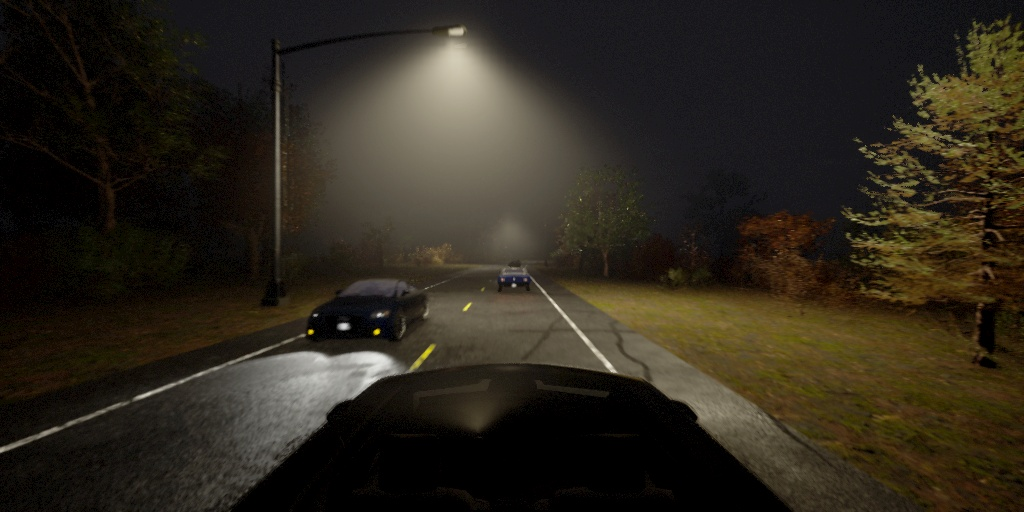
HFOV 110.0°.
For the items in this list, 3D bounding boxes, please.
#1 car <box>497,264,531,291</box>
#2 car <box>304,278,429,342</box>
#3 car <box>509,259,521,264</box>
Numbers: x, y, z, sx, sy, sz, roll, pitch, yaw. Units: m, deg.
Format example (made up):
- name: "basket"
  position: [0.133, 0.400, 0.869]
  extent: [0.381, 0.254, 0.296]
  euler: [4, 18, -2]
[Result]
- name: "car"
  position: [0.114, 1.336, 21.896]
  extent: [1.895, 1.301, 4.718]
  euler: [0, 0, 0]
- name: "car"
  position: [-3.586, 1.308, 9.626]
  extent: [1.994, 1.385, 4.181]
  euler: [0, 0, 0]
- name: "car"
  position: [0.492, 1.236, 54.359]
  extent: [2.128, 1.511, 4.902]
  euler: [0, 0, 2]
